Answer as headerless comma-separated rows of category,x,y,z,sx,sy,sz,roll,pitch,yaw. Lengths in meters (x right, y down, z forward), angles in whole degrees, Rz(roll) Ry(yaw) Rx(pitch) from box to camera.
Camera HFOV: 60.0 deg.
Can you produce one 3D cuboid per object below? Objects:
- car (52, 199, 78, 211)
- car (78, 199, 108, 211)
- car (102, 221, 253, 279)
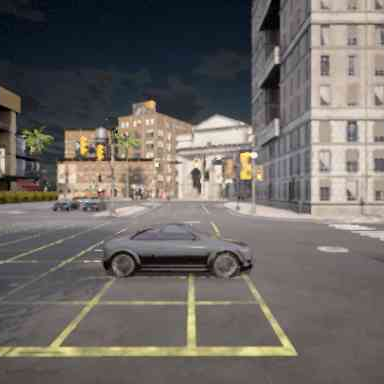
car,-15.085,1.528,40.368,2.033,1.411,5.357,0,0,0
car,-11.585,1.528,40.197,2.033,1.411,5.357,0,0,0
car,-0.389,1.560,9.532,4.181,1.385,1.994,0,0,0
